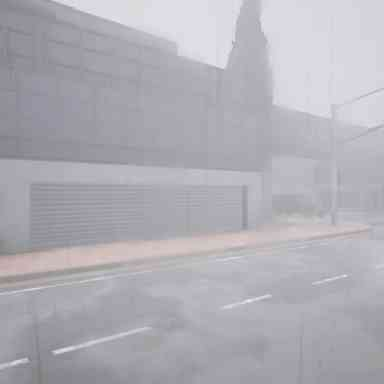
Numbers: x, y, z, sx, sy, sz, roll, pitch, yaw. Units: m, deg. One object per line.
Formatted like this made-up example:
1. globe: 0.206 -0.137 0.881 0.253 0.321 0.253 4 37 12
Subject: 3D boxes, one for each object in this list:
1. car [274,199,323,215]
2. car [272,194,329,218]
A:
1. car: 10.960 1.526 34.480 1.812 1.442 4.674 0 0 -37
2. car: 9.615 1.222 30.422 2.150 2.045 5.566 0 0 -37
